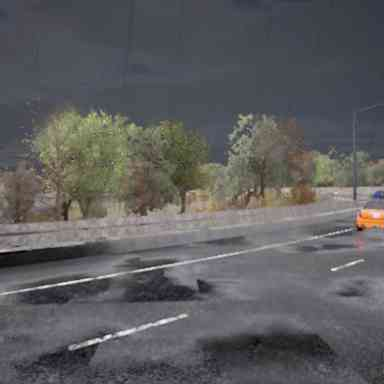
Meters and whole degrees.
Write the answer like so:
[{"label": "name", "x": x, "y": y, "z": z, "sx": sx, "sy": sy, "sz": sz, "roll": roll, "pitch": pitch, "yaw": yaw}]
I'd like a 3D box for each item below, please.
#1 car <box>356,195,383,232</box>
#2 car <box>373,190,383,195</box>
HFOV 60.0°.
[{"label": "car", "x": 10.866, "y": 1.228, "z": 18.454, "sx": 2.097, "sy": 1.767, "sz": 4.553, "roll": 0, "pitch": 0, "yaw": 44}, {"label": "car", "x": 36.335, "y": 0.661, "z": 63.590, "sx": 2.150, "sy": 2.045, "sz": 5.566, "roll": 0, "pitch": 0, "yaw": 13}]
